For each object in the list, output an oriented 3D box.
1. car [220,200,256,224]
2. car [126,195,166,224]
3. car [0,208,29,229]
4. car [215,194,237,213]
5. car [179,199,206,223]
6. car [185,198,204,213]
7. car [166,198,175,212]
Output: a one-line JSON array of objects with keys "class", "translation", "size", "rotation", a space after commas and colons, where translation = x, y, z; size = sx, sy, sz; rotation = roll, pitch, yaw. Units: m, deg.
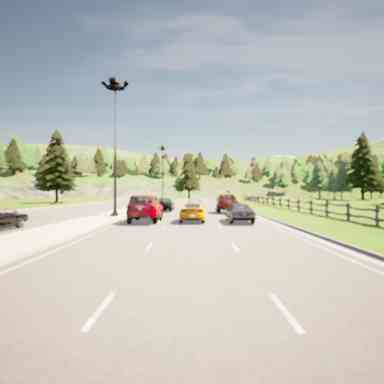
[{"class": "car", "translation": [3.534, 1.548, 24.864], "size": [2.033, 1.411, 5.357], "rotation": [0, 0, 1]}, {"class": "car", "translation": [-3.462, 1.223, 25.002], "size": [2.150, 2.045, 5.566], "rotation": [0, 0, 1]}, {"class": "car", "translation": [-11.514, 1.601, 19.272], "size": [1.895, 1.301, 4.718], "rotation": [0, 0, 0]}, {"class": "car", "translation": [3.807, 1.225, 36.904], "size": [2.150, 2.045, 5.566], "rotation": [0, 0, 2]}, {"class": "car", "translation": [0.042, 1.478, 25.394], "size": [1.882, 1.535, 5.008], "rotation": [0, 0, 1]}, {"class": "car", "translation": [0.346, 1.493, 38.053], "size": [2.128, 1.511, 4.902], "rotation": [0, 0, 2]}, {"class": "car", "translation": [-3.126, 1.478, 38.930], "size": [1.882, 1.535, 5.008], "rotation": [0, 0, 2]}]
